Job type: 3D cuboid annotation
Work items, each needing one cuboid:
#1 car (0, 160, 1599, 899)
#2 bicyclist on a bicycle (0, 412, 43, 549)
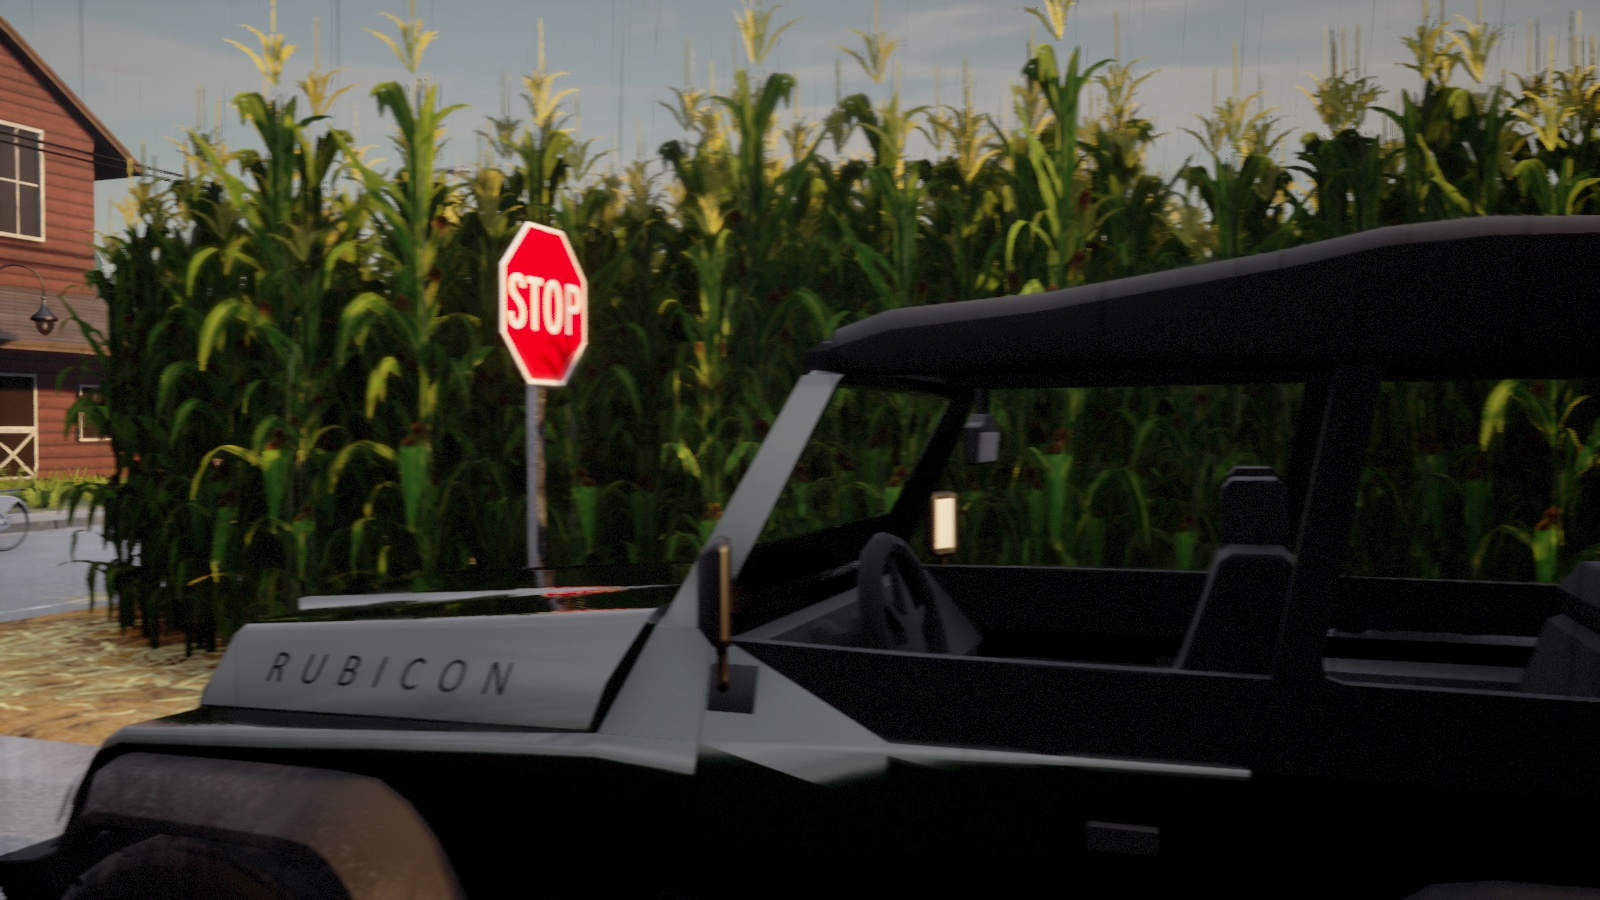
[{"bbox_3d":[0.376,0.580,2.684,3.866,1.878,1.905,1,1,20],"label":"car"},{"bbox_3d":[-10.761,0.397,16.054,0.659,1.776,1.843,1,1,20],"label":"bicyclist on a bicycle"}]
